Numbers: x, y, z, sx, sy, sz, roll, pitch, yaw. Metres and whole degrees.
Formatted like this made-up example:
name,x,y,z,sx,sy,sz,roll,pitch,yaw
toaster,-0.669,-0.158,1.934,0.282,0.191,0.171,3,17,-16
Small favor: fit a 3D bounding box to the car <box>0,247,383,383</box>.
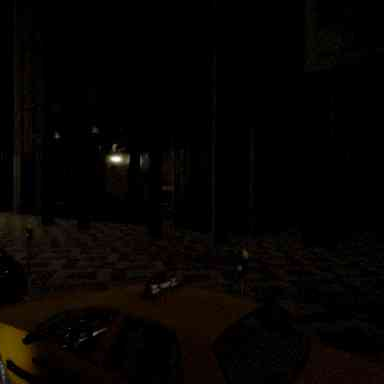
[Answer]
name,x,y,z,sx,sy,sz,roll,pitch,yaw
car,-0.502,1.509,3.317,4.829,1.417,1.752,1,0,35
